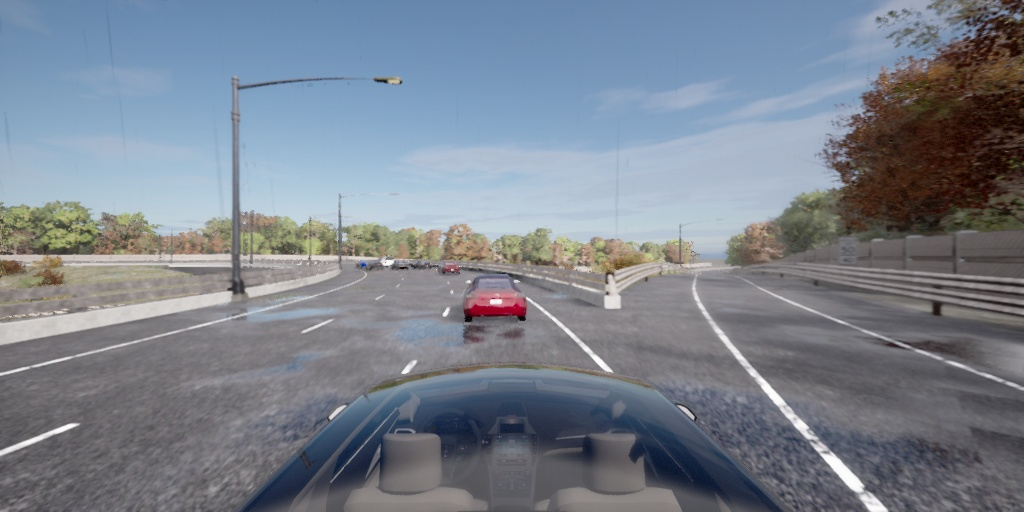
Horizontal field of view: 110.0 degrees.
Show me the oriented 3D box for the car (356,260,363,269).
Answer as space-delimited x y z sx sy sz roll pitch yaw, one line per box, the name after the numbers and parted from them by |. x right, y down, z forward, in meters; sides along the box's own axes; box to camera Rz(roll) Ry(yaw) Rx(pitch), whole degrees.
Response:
-24.866 1.373 60.286 1.882 1.535 5.008 0 0 -36 | car

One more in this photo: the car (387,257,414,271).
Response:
-16.643 1.337 53.341 2.128 1.511 4.902 0 0 -31 | car

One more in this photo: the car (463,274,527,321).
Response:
-0.670 1.323 12.560 1.994 1.385 4.181 0 0 -6 | car

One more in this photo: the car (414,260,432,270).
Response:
-13.791 1.355 55.383 1.812 1.442 4.674 0 0 -31 | car

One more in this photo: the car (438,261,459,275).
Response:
-7.176 1.325 40.534 1.812 1.442 4.674 0 0 -20 | car

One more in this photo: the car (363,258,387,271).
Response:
-20.029 1.370 52.208 1.837 1.490 4.892 0 0 -31 | car
